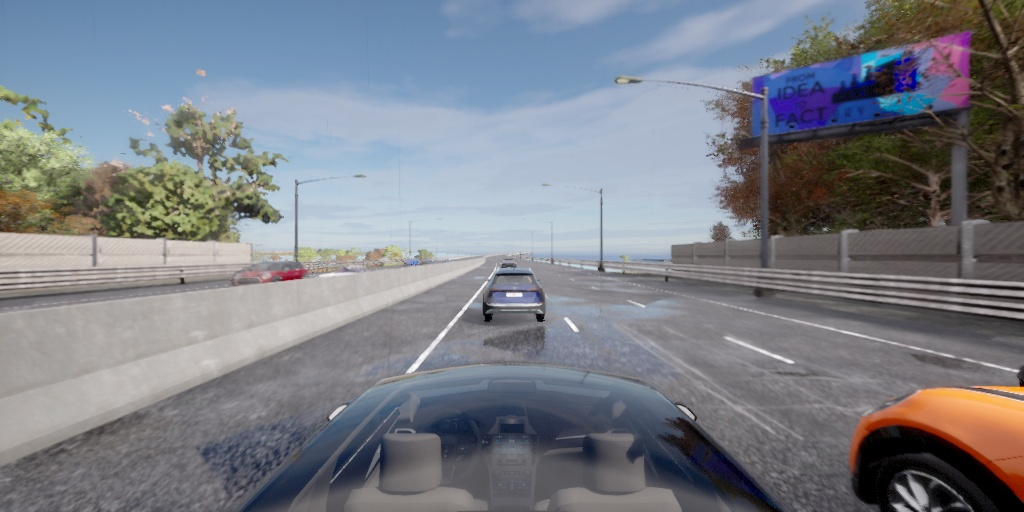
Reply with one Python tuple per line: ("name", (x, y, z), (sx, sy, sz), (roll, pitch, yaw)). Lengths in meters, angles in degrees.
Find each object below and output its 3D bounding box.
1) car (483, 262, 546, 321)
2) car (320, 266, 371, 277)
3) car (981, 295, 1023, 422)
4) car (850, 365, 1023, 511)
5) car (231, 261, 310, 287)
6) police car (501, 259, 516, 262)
("car", (0.055, 1.178, 12.529), (2.033, 1.649, 4.856), (0, 0, 0))
("car", (-10.749, 1.346, 23.771), (1.895, 1.301, 4.718), (0, 0, -1))
("car", (7.092, 1.254, 2.273), (1.837, 1.490, 4.892), (0, 0, 0))
("car", (3.592, 1.101, 0.782), (2.097, 1.767, 4.553), (0, 0, 0))
("car", (-14.223, 1.099, 21.487), (2.097, 1.767, 4.553), (0, 0, -1))
("police car", (-0.416, 1.153, 43.802), (1.930, 1.638, 5.238), (0, 0, -1))
